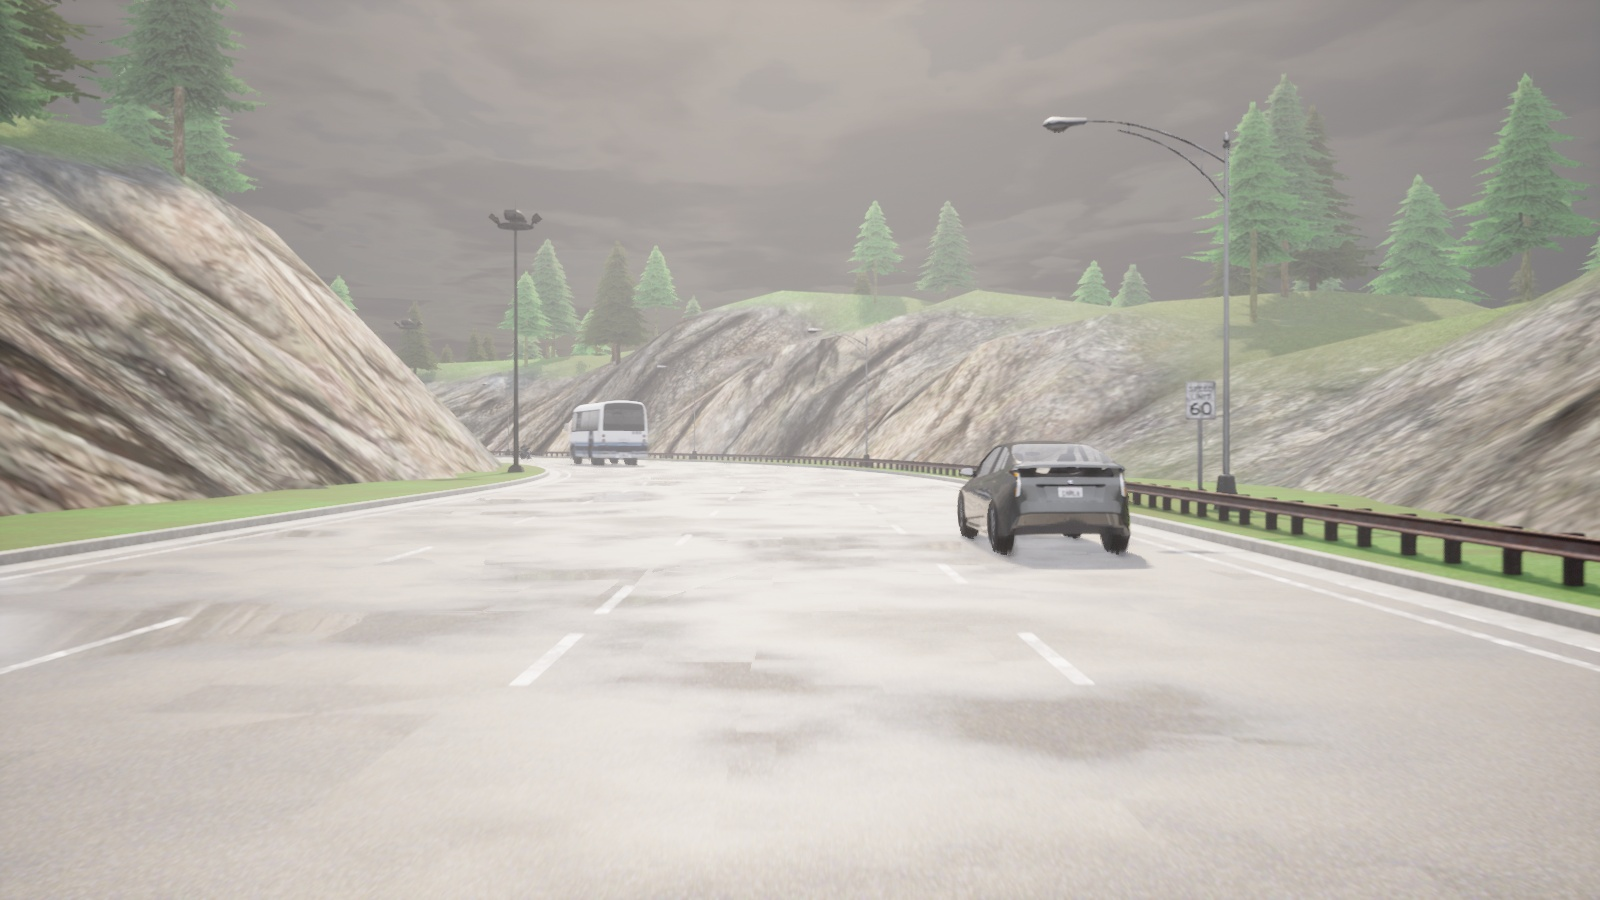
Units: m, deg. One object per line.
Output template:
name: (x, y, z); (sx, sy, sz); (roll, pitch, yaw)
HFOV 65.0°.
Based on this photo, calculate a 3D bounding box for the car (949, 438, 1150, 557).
car: (3.465, 0.592, 18.333); (2.007, 1.525, 4.514); (0, 0, 0)

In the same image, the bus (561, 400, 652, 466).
bus: (-13.484, -1.128, 86.557); (3.944, 4.253, 10.273); (0, 0, -22)
